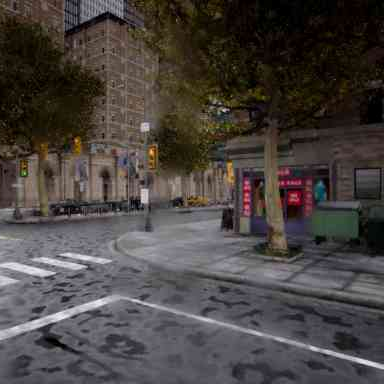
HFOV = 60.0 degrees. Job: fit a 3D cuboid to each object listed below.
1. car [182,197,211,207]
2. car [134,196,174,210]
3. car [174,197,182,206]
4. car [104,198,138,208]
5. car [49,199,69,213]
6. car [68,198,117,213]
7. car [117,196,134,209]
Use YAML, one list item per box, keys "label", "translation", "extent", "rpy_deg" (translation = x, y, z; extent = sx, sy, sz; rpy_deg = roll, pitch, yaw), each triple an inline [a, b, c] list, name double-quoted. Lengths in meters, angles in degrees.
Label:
- label: "car"
  translation: [1.078, 1.481, 52.105]
  extent: [1.882, 1.535, 5.008]
  rpy_deg: [0, 0, 36]
- label: "car"
  translation: [-4.931, 1.508, 43.817]
  extent: [1.837, 1.490, 4.892]
  rpy_deg: [0, 0, 36]
- label: "car"
  translation: [-1.779, 1.481, 54.133]
  extent: [1.882, 1.535, 5.008]
  rpy_deg: [0, 0, 36]
- label: "car"
  translation: [-10.171, 1.599, 47.924]
  extent: [1.895, 1.301, 4.718]
  rpy_deg: [0, 0, 36]
- label: "car"
  translation: [-13.844, 1.508, 37.466]
  extent: [1.837, 1.490, 4.892]
  rpy_deg: [0, 0, 36]
- label: "car"
  translation: [-10.662, 1.567, 35.892]
  extent: [1.994, 1.385, 4.181]
  rpy_deg: [0, 0, 36]
- label: "car"
  translation: [-7.898, 1.355, 45.689]
  extent: [2.097, 1.767, 4.553]
  rpy_deg: [0, 0, 36]
